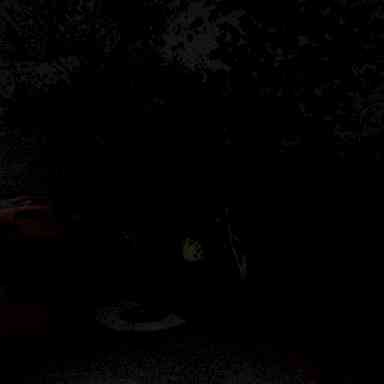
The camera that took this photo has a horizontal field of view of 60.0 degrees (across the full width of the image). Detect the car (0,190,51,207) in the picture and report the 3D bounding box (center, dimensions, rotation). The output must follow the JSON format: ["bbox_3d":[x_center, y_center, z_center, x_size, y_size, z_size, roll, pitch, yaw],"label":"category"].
[{"bbox_3d":[-16.285,0.638,31.879,4.792,1.488,2.163,1,2,-30],"label":"car"}]

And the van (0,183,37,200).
[{"bbox_3d":[-21.811,-0.009,41.438,4.442,1.987,1.878,1,1,-30],"label":"van"}]

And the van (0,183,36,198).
[{"bbox_3d":[-24.362,-0.176,46.376,4.442,1.987,1.878,1,1,-30],"label":"van"}]

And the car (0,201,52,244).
[{"bbox_3d":[-6.745,1.355,15.156,5.008,1.535,2.097,1,2,-30],"label":"car"}]

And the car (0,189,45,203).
[{"bbox_3d":[-19.034,0.428,36.828,4.792,1.488,2.163,1,2,-30],"label":"car"}]

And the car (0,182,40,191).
[{"bbox_3d":[-14.858,0.465,29.494,5.566,2.045,2.435,1,2,-30],"label":"car"}]

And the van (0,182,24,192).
[{"bbox_3d":[-39.487,-1.095,72.959,4.442,1.987,1.878,1,1,-30],"label":"van"}]

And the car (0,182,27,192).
[{"bbox_3d":[-38.242,-1.040,70.479,5.566,2.045,2.435,1,1,-30],"label":"car"}]

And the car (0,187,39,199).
[{"bbox_3d":[-23.096,0.131,43.919,5.008,1.535,2.097,1,1,-30],"label":"car"}]

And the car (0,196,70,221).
[{"bbox_3d":[-10.790,1.078,22.269,4.674,1.452,2.002,1,2,-30],"label":"car"}]

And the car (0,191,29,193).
[{"bbox_3d":[-12.316,0.925,24.584,5.366,1.575,1.946,1,2,-30],"label":"car"}]

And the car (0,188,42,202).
[{"bbox_3d":[-20.339,0.337,39.121,4.792,1.488,2.163,1,1,-30],"label":"car"}]

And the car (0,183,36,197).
[{"bbox_3d":[-27.225,-0.370,51.117,5.566,2.045,2.435,1,1,-30],"label":"car"}]

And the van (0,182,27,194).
[{"bbox_3d":[-34.009,-0.762,63.332,4.442,1.987,1.878,1,1,-30],"label":"van"}]

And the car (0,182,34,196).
[{"bbox_3d":[-28.595,-0.453,53.524,5.566,2.045,2.435,1,1,-30],"label":"car"}]

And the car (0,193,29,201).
[{"bbox_3d":[-8.079,1.123,17.578,4.553,1.767,2.185,1,2,-30],"label":"car"}]

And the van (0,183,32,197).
[{"bbox_3d":[-25.934,-0.262,48.668,4.442,1.987,1.878,1,1,-30],"label":"van"}]
